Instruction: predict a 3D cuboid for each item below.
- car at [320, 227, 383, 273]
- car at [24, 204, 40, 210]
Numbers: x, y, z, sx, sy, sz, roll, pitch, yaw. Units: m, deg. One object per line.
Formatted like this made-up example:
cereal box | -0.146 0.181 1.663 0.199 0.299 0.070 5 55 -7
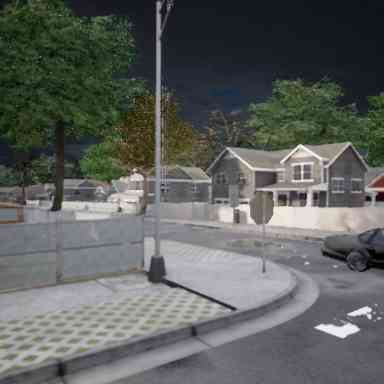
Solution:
car | 6.394 1.681 9.347 2.033 1.411 5.357 1 -1 -36
car | -25.892 2.570 53.659 1.994 1.385 4.181 0 -1 -36
